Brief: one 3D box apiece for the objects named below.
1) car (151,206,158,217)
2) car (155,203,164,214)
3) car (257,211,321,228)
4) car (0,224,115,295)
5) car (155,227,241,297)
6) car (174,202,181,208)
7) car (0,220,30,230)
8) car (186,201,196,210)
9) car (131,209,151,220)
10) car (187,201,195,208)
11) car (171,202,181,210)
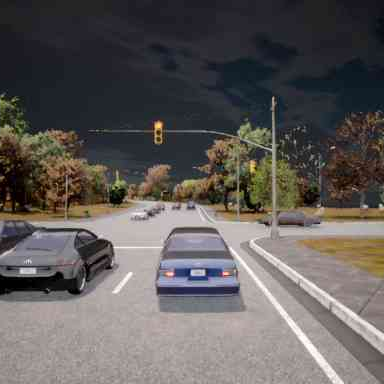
[{"bbox_3d":[-7.242,3.461,55.218,1.895,1.301,4.718,0,-1,0],"label":"car"},{"bbox_3d":[-7.218,3.525,64.965,2.033,1.411,5.357,0,0,0],"label":"car"},{"bbox_3d":[8.588,2.429,29.532,5.357,1.411,2.033,0,-3,-1],"label":"car"},{"bbox_3d":[-3.446,1.664,9.001,1.994,1.385,4.181,0,-1,0],"label":"car"},{"bbox_3d":[0.068,1.645,8.894,2.033,1.411,5.357,0,-1,-1],"label":"car"},{"bbox_3d":[-3.863,3.414,88.211,1.837,1.490,4.892,0,0,-4],"label":"car"},{"bbox_3d":[-7.096,1.717,11.987,2.033,1.411,5.357,0,-2,0],"label":"car"},{"bbox_3d":[-0.217,3.298,77.775,2.097,1.767,4.553,0,0,0],"label":"car"},{"bbox_3d":[-7.234,3.138,46.198,1.812,1.442,4.674,0,-2,0],"label":"car"},{"bbox_3d":[-0.340,3.229,87.954,1.882,1.535,5.008,0,0,-4],"label":"car"},{"bbox_3d":[-3.718,3.473,78.235,1.812,1.442,4.674,0,0,0],"label":"car"}]
